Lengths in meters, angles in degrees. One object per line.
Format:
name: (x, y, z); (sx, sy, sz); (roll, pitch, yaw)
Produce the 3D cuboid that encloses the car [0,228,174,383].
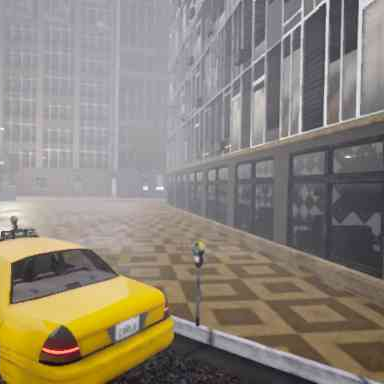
car: (-2.740, 1.306, 4.946); (5.366, 1.575, 1.801); (2, 1, 36)
